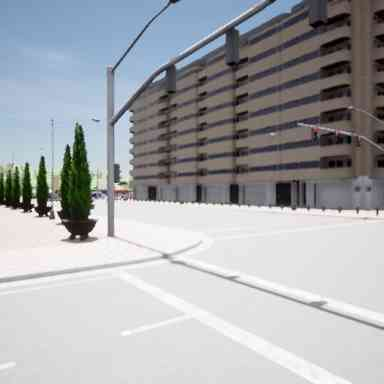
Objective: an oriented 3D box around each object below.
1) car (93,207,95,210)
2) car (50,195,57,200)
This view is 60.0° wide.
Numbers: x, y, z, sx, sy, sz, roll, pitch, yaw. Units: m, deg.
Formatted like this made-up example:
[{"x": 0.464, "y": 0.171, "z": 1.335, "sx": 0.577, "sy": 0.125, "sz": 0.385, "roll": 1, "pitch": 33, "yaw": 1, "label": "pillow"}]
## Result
[{"x": -13.546, "y": 1.255, "z": 40.996, "sx": 2.097, "sy": 1.767, "sz": 4.553, "roll": 0, "pitch": 0, "yaw": -35, "label": "car"}, {"x": -22.488, "y": 1.070, "z": 53.869, "sx": 1.994, "sy": 1.385, "sz": 4.181, "roll": 0, "pitch": 0, "yaw": -35, "label": "car"}]
